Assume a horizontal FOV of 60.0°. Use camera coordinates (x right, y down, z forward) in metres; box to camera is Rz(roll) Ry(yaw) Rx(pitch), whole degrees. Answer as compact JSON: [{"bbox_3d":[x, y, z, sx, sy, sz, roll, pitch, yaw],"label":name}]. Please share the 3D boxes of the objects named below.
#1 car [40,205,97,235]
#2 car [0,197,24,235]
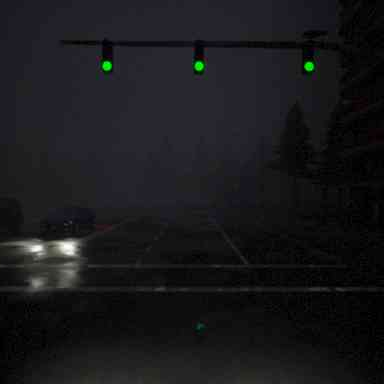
[{"bbox_3d":[-7.077,1.560,19.484,1.882,1.535,5.008,0,0,0],"label":"car"},{"bbox_3d":[-10.592,1.292,16.665,2.150,2.045,5.566,0,0,-1],"label":"car"}]
